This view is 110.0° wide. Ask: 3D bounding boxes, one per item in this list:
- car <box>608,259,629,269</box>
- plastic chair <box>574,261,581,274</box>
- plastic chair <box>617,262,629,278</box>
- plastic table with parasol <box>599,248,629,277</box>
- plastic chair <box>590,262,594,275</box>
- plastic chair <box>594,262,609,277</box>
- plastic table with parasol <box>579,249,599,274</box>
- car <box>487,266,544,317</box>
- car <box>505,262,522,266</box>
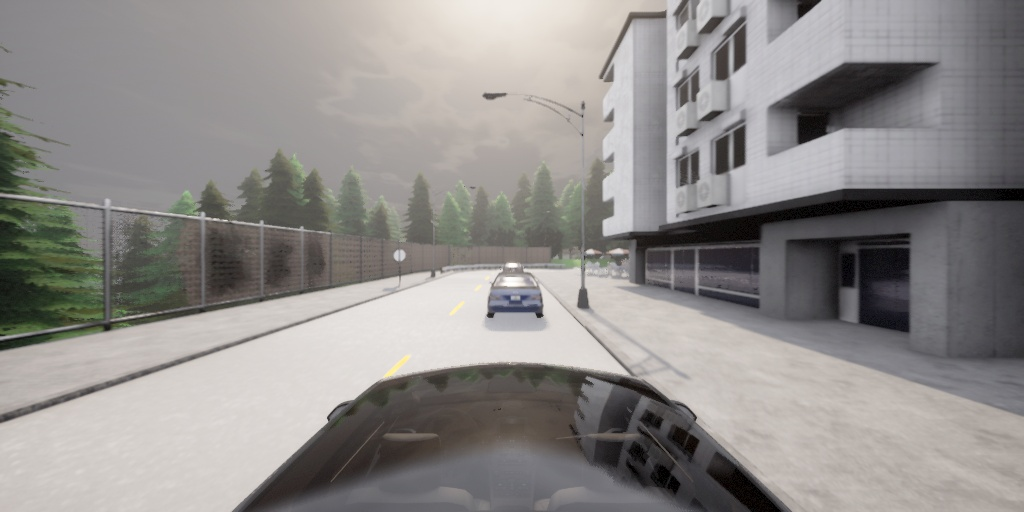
[{"bbox_3d":[15.518,1.082,48.714,5.008,1.535,1.882,0,0,0],"label":"car"},{"bbox_3d":[6.514,1.152,35.482,0.730,1.272,0.750,0,0,10],"label":"plastic chair"},{"bbox_3d":[9.257,1.194,29.533,0.750,1.272,0.730,0,0,10],"label":"plastic chair"},{"bbox_3d":[9.246,0.585,30.963,2.482,2.480,2.482,0,0,0],"label":"plastic table with parasol"},{"bbox_3d":[8.005,1.180,33.863,0.750,1.272,0.730,0,0,10],"label":"plastic chair"},{"bbox_3d":[7.766,1.189,31.153,0.730,1.272,0.750,0,0,10],"label":"plastic chair"},{"bbox_3d":[7.784,0.572,35.272,2.482,2.480,2.482,0,0,0],"label":"plastic table with parasol"},{"bbox_3d":[0.102,1.263,12.992,2.033,1.411,5.357,0,0,0],"label":"car"},{"bbox_3d":[0.103,1.206,31.382,2.033,1.411,5.357,0,0,0],"label":"car"}]
